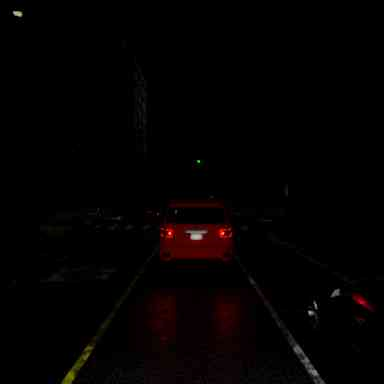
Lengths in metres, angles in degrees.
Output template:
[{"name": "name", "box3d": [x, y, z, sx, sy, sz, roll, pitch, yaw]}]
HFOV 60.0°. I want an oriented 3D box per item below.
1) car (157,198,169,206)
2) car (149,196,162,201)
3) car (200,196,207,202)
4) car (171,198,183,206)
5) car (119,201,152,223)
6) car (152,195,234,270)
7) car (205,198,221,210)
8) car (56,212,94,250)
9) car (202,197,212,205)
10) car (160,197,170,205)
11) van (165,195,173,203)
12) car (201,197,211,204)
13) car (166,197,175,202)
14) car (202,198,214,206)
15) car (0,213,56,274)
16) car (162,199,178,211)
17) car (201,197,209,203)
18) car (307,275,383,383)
[{"name": "car", "box3d": [-5.512, 1.836, 63.033, 1.802, 1.307, 4.206, 0, 0, 0]}, {"name": "car", "box3d": [-5.556, 1.522, 52.159, 2.192, 1.841, 5.009, 0, 0, 0]}, {"name": "car", "box3d": [3.124, 1.901, 90.356, 1.752, 1.417, 4.829, 0, 0, 0]}, {"name": "car", "box3d": [-2.783, 1.816, 62.515, 1.994, 1.385, 4.181, 0, 0, 1]}, {"name": "car", "box3d": [-4.017, 1.613, 26.447, 4.181, 1.385, 1.994, 1, -1, 44]}, {"name": "car", "box3d": [0.131, 1.265, 11.333, 2.150, 2.045, 5.566, 0, 0, 0]}, {"name": "car", "box3d": [2.948, 1.626, 46.687, 1.967, 1.590, 4.097, 0, 0, 0]}, {"name": "car", "box3d": [-5.707, 1.580, 14.581, 1.752, 1.417, 4.829, 0, 0, 0]}, {"name": "car", "box3d": [3.035, 1.823, 68.436, 1.887, 1.381, 4.507, 0, 0, 0]}, {"name": "car", "box3d": [-5.490, 1.802, 68.301, 1.752, 1.417, 4.829, 0, 0, 0]}, {"name": "van", "box3d": [-5.446, 1.666, 79.347, 1.690, 1.788, 3.998, 0, 0, 0]}, {"name": "car", "box3d": [3.057, 1.847, 73.874, 1.887, 1.381, 4.507, 0, 0, 0]}, {"name": "car", "box3d": [-5.424, 1.900, 84.783, 2.008, 1.369, 4.403, 0, 0, 0]}, {"name": "car", "box3d": [3.014, 1.806, 62.998, 2.008, 1.369, 4.403, 0, 0, 0]}, {"name": "car", "box3d": [-5.728, 1.475, 9.295, 1.967, 1.590, 4.097, 0, 0, 0]}, {"name": "car", "box3d": [-2.912, 1.705, 45.295, 1.812, 1.442, 4.674, 0, 0, 1]}, {"name": "car", "box3d": [3.080, 1.853, 79.481, 1.752, 1.417, 4.829, 0, 0, 0]}, {"name": "car", "box3d": [2.775, 1.581, 3.805, 1.947, 1.339, 4.313, 0, 0, 0]}]
